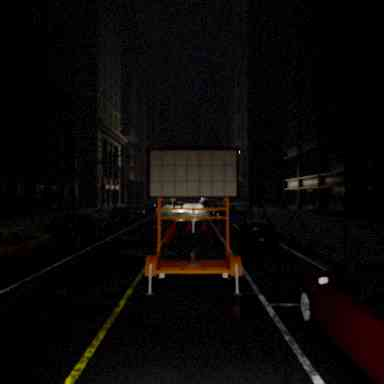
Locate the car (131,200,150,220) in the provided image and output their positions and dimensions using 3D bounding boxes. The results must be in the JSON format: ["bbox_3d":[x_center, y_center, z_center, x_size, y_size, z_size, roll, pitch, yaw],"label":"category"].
[{"bbox_3d":[-5.641,1.825,32.520,1.967,1.590,4.097,0,-1,0],"label":"car"}]

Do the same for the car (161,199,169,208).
[{"bbox_3d":[-5.563,1.974,55.065,2.192,1.841,5.009,0,-1,0],"label":"car"}]

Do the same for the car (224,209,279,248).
[{"bbox_3d":[2.825,1.724,15.597,2.008,1.369,4.403,0,-1,0],"label":"car"}]

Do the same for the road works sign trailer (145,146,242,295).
[{"bbox_3d":[0.039,0.567,9.004,2.380,3.560,2.880,0,-1,0],"label":"road works sign trailer"}]

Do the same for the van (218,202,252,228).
[{"bbox_3d":[2.844,1.580,21.235,1.690,1.788,3.998,0,-1,0],"label":"van"}]

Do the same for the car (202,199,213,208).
[{"bbox_3d":[2.943,2.121,49.412,1.887,1.381,4.507,0,-1,0],"label":"car"}]

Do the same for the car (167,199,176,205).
[{"bbox_3d":[-5.443,2.655,88.879,1.947,1.339,4.313,0,-1,0],"label":"car"}]

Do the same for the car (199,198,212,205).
[{"bbox_3d":[2.982,2.031,60.686,2.192,1.841,5.009,0,-1,0],"label":"car"}]

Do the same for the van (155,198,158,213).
[{"bbox_3d":[-5.602,1.862,43.793,1.690,1.788,3.998,0,-1,0],"label":"van"}]

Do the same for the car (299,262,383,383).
[{"bbox_3d":[2.786,1.590,4.326,1.887,1.381,4.507,0,-1,0],"label":"car"}]

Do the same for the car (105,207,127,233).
[{"bbox_3d":[-5.680,1.834,21.246,1.802,1.307,4.206,0,-1,0],"label":"car"}]

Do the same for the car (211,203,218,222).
[{"bbox_3d":[2.864,1.855,26.869,2.008,1.369,4.403,0,-1,0],"label":"car"}]

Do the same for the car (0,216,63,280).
[{"bbox_3d":[-5.720,1.646,9.804,1.752,1.417,4.829,0,-1,0],"label":"car"}]

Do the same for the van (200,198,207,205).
[{"bbox_3d":[3.081,2.417,88.865,1.690,1.788,3.998,0,-1,0],"label":"van"}]

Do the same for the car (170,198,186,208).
[{"bbox_3d":[-2.759,2.315,65.863,1.812,1.442,4.674,0,-1,0],"label":"car"}]

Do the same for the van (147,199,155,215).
[{"bbox_3d":[-5.622,1.794,38.157,1.690,1.788,3.998,0,-1,0],"label":"van"}]

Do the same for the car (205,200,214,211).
[{"bbox_3d":[2.904,1.990,38.141,2.008,1.369,4.403,0,-1,0],"label":"car"}]

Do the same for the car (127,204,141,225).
[{"bbox_3d":[-5.660,1.884,26.882,1.947,1.339,4.313,0,-1,0],"label":"car"}]

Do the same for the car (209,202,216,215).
[{"bbox_3d":[2.884,1.953,32.505,1.802,1.307,4.206,0,-1,0],"label":"car"}]

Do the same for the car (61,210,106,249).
[{"bbox_3d":[-5.700,1.753,15.609,1.947,1.339,4.313,0,-1,0],"label":"car"}]
